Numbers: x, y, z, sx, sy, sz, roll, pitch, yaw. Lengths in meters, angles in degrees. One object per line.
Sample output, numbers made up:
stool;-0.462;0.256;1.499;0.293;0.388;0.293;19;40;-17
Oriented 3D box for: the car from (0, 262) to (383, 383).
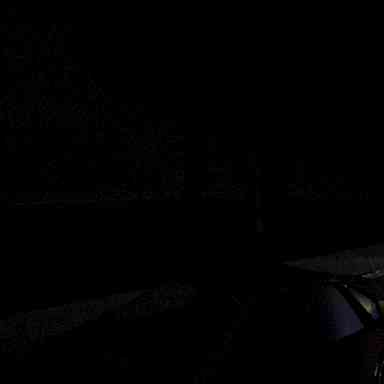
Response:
car;0.483;1.544;3.415;5.357;1.411;2.033;0;0;-36
